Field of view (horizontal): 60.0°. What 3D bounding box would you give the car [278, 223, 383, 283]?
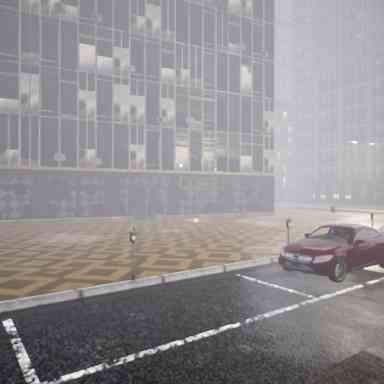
[{"bbox_3d":[4.328,1.594,9.660,4.206,1.307,1.802,0,0,-36],"label":"car"}]
